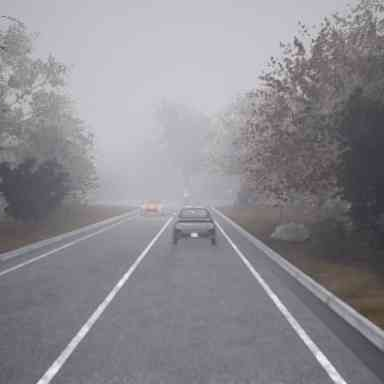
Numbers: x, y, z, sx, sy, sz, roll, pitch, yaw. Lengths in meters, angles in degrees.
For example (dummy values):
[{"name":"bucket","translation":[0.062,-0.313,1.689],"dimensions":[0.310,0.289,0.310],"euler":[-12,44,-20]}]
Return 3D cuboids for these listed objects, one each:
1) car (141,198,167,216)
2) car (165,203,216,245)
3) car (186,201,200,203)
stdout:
[{"name":"car","translation":[-3.592,1.357,31.813],"dimensions":[2.097,1.767,4.553],"euler":[0,0,0]},{"name":"car","translation":[0.099,1.494,15.604],"dimensions":[2.128,1.511,4.902],"euler":[0,0,0]},{"name":"car","translation":[0.093,1.606,33.882],"dimensions":[1.895,1.301,4.718],"euler":[0,0,0]}]
